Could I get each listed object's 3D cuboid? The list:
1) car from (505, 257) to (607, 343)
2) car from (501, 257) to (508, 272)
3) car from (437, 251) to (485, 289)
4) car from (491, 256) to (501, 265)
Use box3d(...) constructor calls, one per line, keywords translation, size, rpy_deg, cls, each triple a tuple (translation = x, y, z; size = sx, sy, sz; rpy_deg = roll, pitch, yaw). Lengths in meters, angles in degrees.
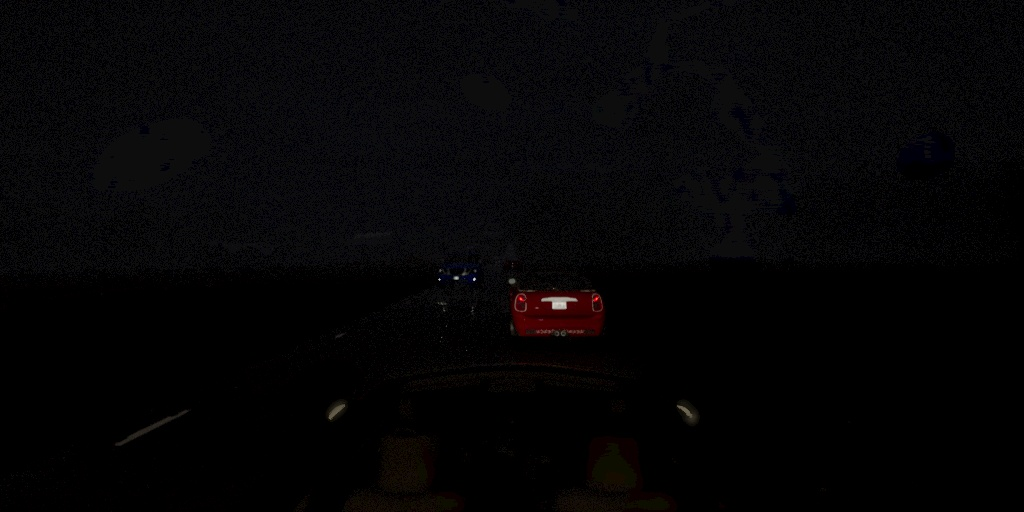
box3d(translation=(0.967, 1.000, 9.445), size=(2.097, 1.767, 4.553), rpy_deg=(0, 1, 0), cls="car")
box3d(translation=(0.097, 0.844, 37.819), size=(1.882, 1.535, 5.008), rpy_deg=(0, 0, 1), cls="car")
box3d(translation=(-2.834, 0.736, 21.014), size=(2.150, 2.045, 5.566), rpy_deg=(0, 1, 0), cls="car")
box3d(translation=(-2.746, 0.808, 64.536), size=(1.882, 1.535, 5.008), rpy_deg=(0, 0, 1), cls="car")
